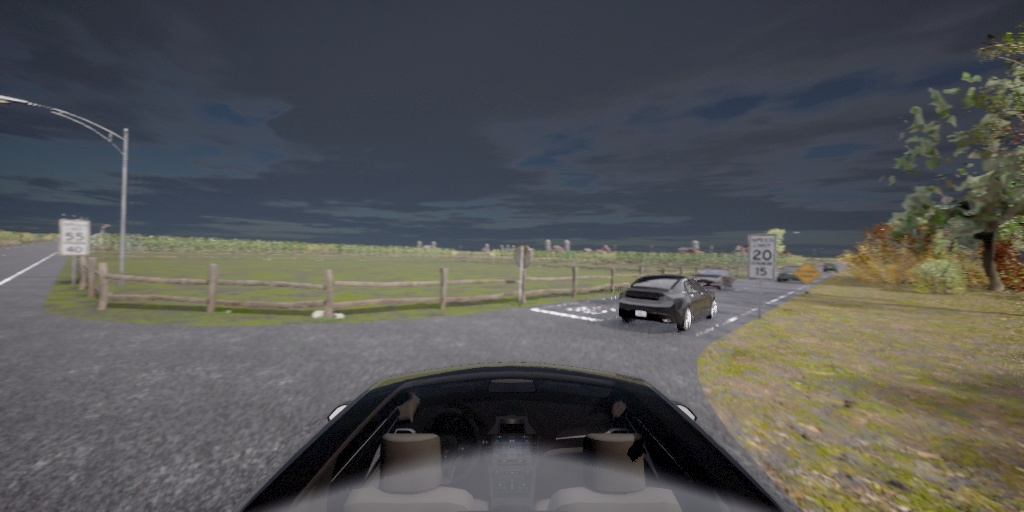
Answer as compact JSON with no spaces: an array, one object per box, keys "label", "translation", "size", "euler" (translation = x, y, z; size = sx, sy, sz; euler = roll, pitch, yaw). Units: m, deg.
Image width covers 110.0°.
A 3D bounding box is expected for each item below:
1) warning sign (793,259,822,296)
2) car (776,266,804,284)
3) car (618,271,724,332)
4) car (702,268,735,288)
[{"label":"warning sign","translation":[17.052,1.291,20.749],"size":[1.300,1.860,1.060],"euler":[0,0,44]},{"label":"car","translation":[28.169,1.766,35.914],"size":[2.097,1.767,4.553],"euler":[2,1,44]},{"label":"car","translation":[5.127,1.356,11.544],"size":[1.837,1.490,4.892],"euler":[1,0,42]},{"label":"car","translation":[14.534,1.601,25.768],"size":[2.033,1.411,5.357],"euler":[2,1,44]}]
